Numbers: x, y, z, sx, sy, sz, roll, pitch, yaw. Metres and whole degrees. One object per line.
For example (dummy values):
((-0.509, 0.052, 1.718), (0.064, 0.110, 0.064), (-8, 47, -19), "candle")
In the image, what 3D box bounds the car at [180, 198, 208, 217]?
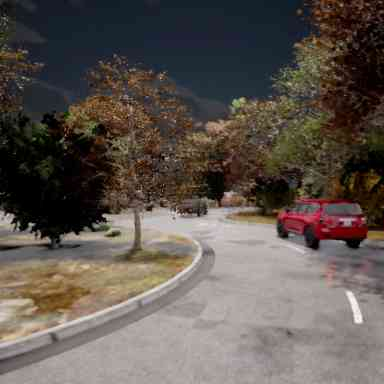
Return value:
((0.281, 1.657, 37.055), (2.150, 2.045, 5.566), (-1, -1, 14), "car")

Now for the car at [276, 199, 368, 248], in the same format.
((5.858, 1.357, 15.738), (2.150, 2.045, 5.566), (0, -1, -6), "car")
